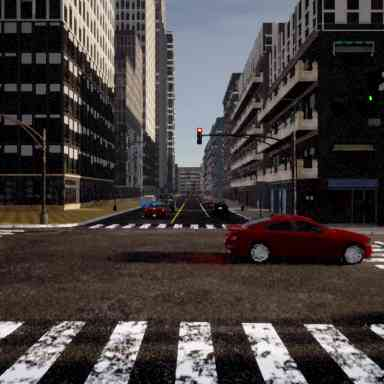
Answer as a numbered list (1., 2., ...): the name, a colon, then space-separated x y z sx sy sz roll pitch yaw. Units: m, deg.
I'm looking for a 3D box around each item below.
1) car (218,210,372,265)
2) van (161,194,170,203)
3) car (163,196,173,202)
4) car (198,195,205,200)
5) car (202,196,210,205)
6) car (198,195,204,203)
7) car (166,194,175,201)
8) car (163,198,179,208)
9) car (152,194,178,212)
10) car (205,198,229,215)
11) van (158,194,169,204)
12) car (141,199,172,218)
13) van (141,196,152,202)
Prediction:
1. car: 3.607 1.578 11.644 5.008 1.535 1.882 1 0 -1
2. van: -5.671 1.355 72.022 1.690 1.788 3.998 0 0 0
3. car: -5.668 1.567 77.676 2.008 1.369 4.403 0 0 0
4. car: 2.717 1.590 94.637 1.947 1.339 4.313 0 0 0
5. car: 2.701 1.549 43.749 1.887 1.381 4.507 0 0 0
6. car: 2.707 1.560 60.712 2.008 1.369 4.403 0 0 0
7. car: -5.665 1.336 88.986 2.192 1.841 5.009 0 0 0
8. car: -3.068 1.570 49.575 1.994 1.385 4.181 0 0 0
9. car: -3.092 1.225 39.486 2.150 2.045 5.566 0 0 0
10. car: 2.699 1.568 33.782 1.947 1.339 4.313 0 0 0
11. van: -5.673 1.353 66.367 1.690 1.788 3.998 0 0 0
12. car: -3.093 1.603 29.586 1.895 1.301 4.718 0 0 0
13. van: -5.680 1.346 43.751 1.690 1.788 3.998 0 0 0
